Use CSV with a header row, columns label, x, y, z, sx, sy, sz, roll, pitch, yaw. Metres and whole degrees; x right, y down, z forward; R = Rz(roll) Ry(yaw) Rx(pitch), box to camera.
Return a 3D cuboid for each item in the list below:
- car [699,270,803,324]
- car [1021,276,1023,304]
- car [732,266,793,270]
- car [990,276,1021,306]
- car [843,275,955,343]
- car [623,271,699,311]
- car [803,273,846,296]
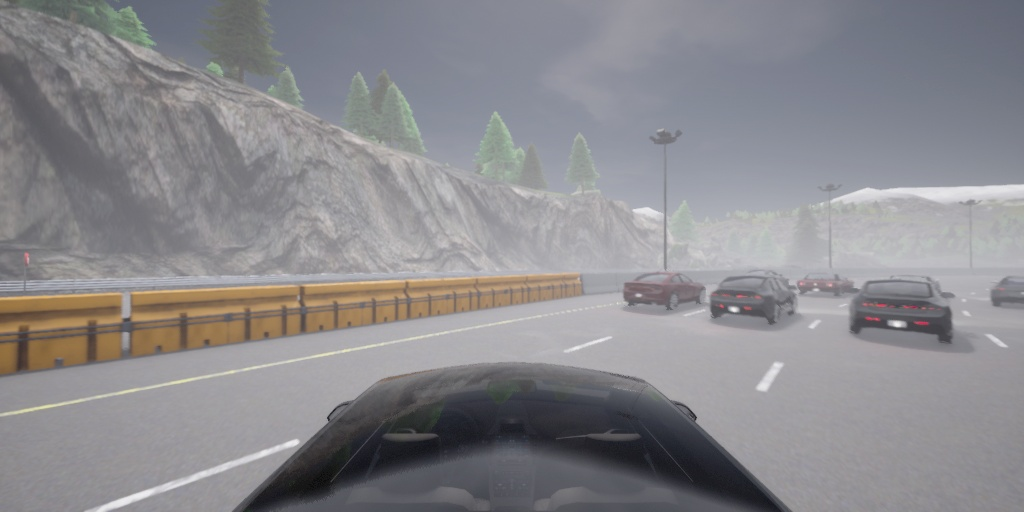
label,x,y,z,sx,sy,sz,roll,pitch,yaw
car,8.751,1.434,12.924,4.892,1.490,1.837,0,0,-43
car,14.200,1.381,8.419,5.008,1.535,1.882,1,-1,-42
car,17.588,1.640,25.084,4.674,1.442,1.812,1,-1,-37
car,23.857,1.615,16.663,4.181,1.385,1.994,1,-1,-37
car,11.204,1.418,10.426,4.892,1.490,1.837,0,0,-43
car,6.866,1.429,15.935,5.008,1.535,1.882,1,-1,-42
car,19.245,1.688,21.963,4.718,1.301,1.895,1,-1,-37
